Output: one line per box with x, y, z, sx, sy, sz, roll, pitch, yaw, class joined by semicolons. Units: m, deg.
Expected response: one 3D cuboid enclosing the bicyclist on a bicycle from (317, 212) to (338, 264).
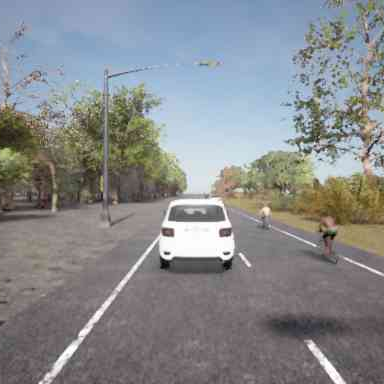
4.504;1.498;11.061;0.582;1.620;1.656;0;-1;0;bicyclist on a bicycle

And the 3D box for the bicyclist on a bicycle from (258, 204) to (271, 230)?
4.562;1.514;20.654;0.866;1.612;1.509;0;0;0;bicyclist on a bicycle

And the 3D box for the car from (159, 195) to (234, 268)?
0.139;1.261;11.532;2.150;2.045;5.566;0;0;0;car

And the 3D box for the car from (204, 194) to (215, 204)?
3.785;1.485;73.524;2.150;2.045;5.566;0;0;0;car

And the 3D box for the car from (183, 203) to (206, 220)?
0.213;1.703;30.062;1.895;1.301;4.718;0;0;0;car
